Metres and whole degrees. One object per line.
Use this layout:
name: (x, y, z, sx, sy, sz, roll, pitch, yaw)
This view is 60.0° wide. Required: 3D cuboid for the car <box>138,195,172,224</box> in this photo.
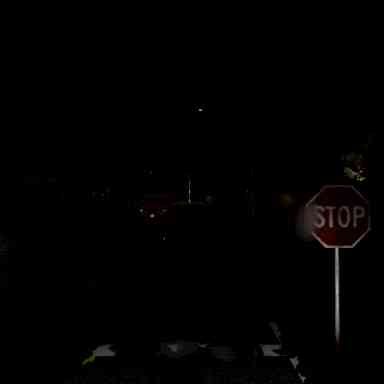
car: (-2.749, 1.295, 25.823, 2.150, 2.045, 5.566, 0, 0, 0)
